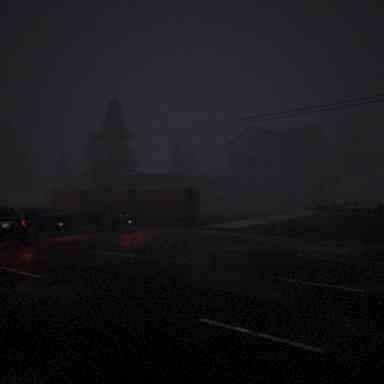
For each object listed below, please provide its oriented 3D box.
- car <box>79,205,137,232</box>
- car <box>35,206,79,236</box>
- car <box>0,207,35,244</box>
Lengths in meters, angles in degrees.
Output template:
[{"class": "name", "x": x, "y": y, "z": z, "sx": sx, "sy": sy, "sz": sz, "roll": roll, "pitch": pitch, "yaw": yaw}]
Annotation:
[{"class": "car", "x": -5.613, "y": 1.567, "z": 20.888, "sx": 4.902, "sy": 1.511, "sz": 2.128, "roll": 0, "pitch": 0, "yaw": 36}, {"class": "car", "x": -8.902, "y": 1.561, "z": 18.937, "sx": 5.008, "sy": 1.535, "sz": 1.882, "roll": 0, "pitch": 0, "yaw": 36}, {"class": "car", "x": -9.456, "y": 1.427, "z": 15.030, "sx": 4.553, "sy": 1.767, "sz": 2.097, "roll": 0, "pitch": 0, "yaw": 36}]
